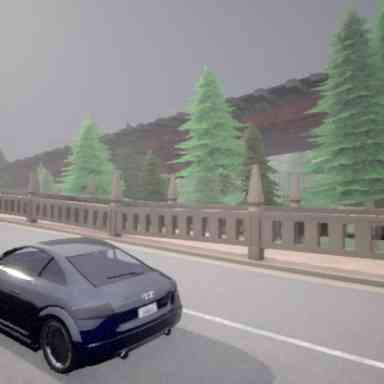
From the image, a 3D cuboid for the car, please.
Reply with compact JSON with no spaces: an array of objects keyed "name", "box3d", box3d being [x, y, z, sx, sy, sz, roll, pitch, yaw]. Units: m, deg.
[{"name":"car","box3d":[-2.210,1.457,5.539,4.181,1.385,1.994,2,1,36]}]
